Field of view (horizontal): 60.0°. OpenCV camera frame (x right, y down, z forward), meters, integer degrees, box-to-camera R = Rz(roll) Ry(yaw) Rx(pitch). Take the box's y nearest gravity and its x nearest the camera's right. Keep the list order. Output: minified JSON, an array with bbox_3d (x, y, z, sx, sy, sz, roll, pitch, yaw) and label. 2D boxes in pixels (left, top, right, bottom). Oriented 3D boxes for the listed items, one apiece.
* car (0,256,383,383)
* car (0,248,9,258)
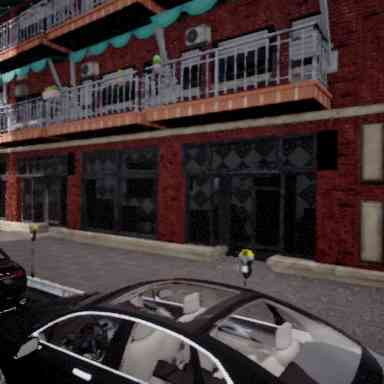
[{"bbox_3d":[-0.342,1.537,3.109,4.403,1.369,2.008,0,1,36],"label":"car"},{"bbox_3d":[-4.839,1.498,6.316,4.403,1.369,2.008,0,1,36],"label":"car"}]
